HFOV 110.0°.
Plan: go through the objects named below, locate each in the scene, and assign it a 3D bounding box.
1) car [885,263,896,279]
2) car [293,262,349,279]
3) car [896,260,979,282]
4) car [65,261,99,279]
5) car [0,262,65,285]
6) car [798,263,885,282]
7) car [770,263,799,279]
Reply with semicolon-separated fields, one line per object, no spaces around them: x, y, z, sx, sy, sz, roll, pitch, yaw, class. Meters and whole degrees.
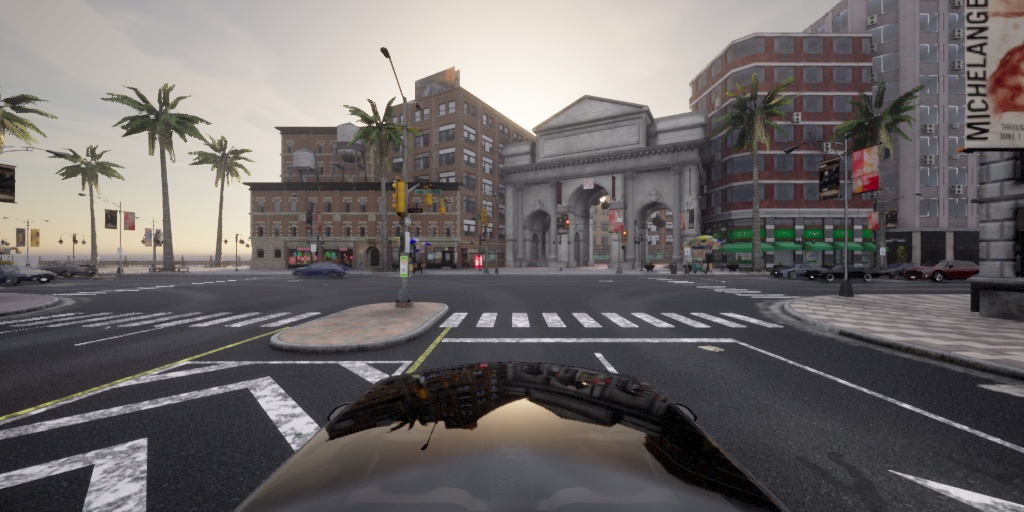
34.848;1.297;31.926;5.357;1.411;2.033;0;0;1;car
-17.210;1.275;32.378;4.674;1.442;1.812;0;0;0;car
34.063;1.102;28.387;4.553;1.767;2.097;0;0;2;car
-40.685;1.241;32.555;4.902;1.511;2.128;0;0;0;car
-35.683;1.298;25.323;5.357;1.411;2.033;0;0;0;car
26.107;1.351;28.541;4.718;1.301;1.895;0;0;1;car
25.592;1.314;32.029;4.181;1.385;1.994;0;0;1;car
